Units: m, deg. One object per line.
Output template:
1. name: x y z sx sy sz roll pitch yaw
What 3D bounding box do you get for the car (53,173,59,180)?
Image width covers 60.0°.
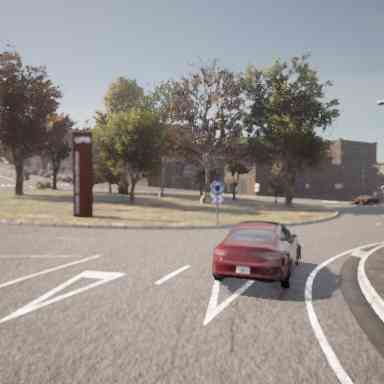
1. car: -33.066 -3.577 86.791 2.002 1.452 4.674 7 6 28

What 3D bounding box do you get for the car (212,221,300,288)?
1. car: 1.926 1.532 9.259 1.812 1.442 4.674 1 0 21

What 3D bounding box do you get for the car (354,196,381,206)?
1. car: 24.579 1.179 46.439 4.718 1.301 1.895 1 1 -41

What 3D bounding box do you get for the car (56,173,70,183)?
1. car: -31.069 -3.269 84.516 2.231 1.521 4.892 7 6 28
